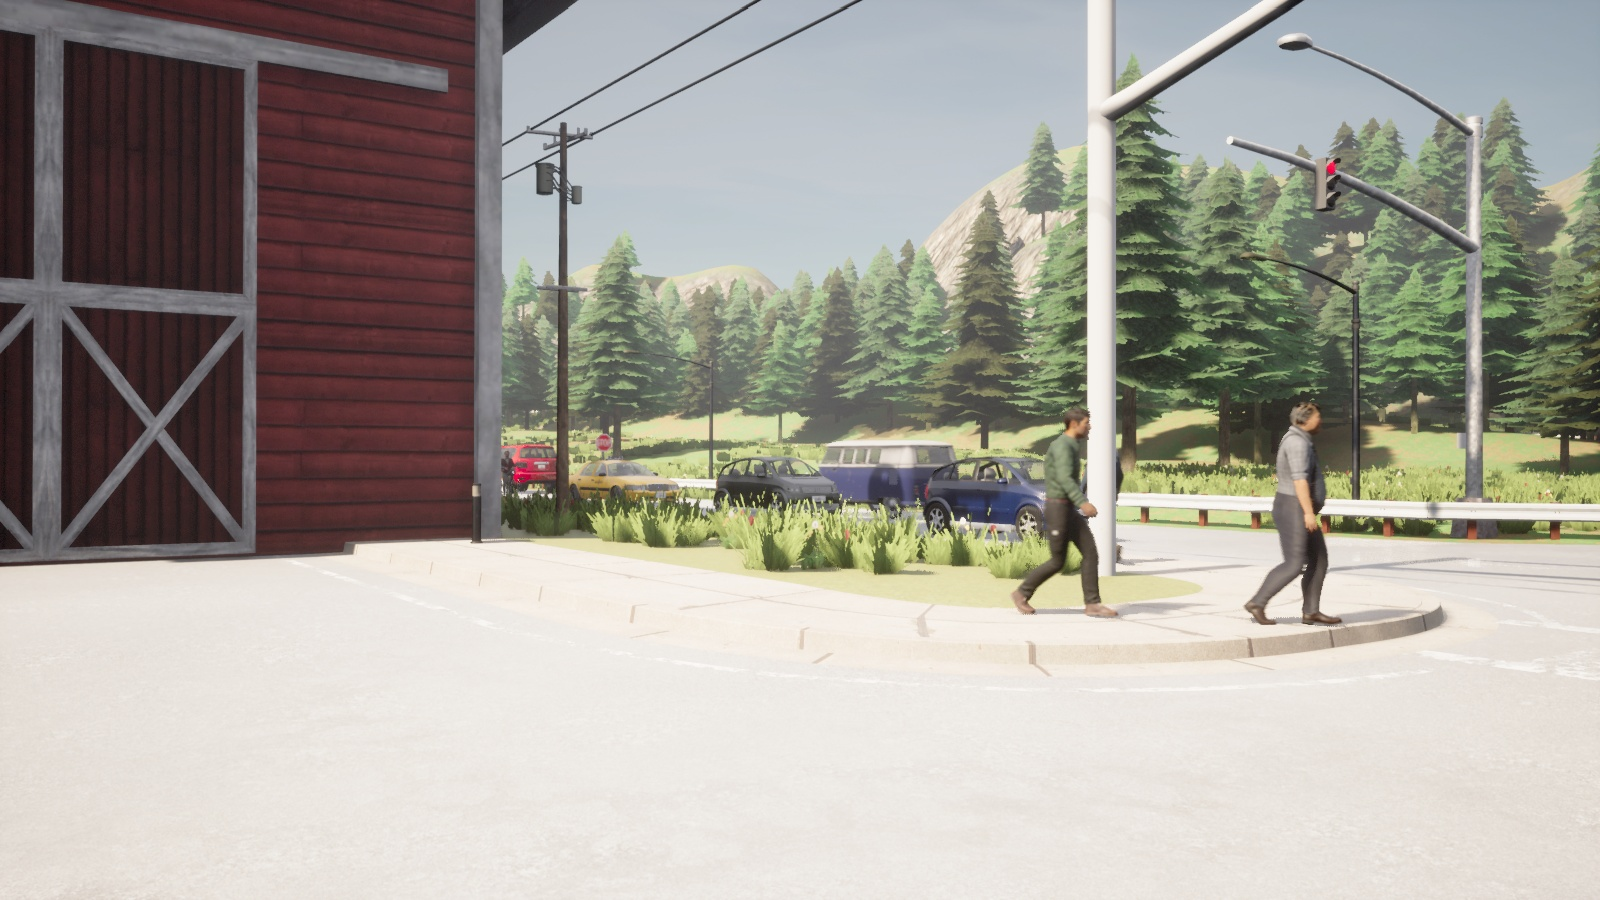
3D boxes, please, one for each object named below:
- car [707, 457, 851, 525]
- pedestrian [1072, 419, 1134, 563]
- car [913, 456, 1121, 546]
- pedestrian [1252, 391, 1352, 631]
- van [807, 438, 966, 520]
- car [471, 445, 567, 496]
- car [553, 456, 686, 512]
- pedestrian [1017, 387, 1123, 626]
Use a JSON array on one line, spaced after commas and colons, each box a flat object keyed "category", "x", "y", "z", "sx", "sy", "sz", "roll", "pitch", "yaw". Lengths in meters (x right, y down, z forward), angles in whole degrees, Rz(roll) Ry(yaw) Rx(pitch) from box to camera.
[{"category": "car", "x": -0.571, "y": 0.945, "z": 30.515, "sx": 1.789, "sy": 1.549, "sz": 3.705, "roll": 0, "pitch": 0, "yaw": -34}, {"category": "pedestrian", "x": 3.946, "y": 0.523, "z": 16.392, "sx": 0.370, "sy": 1.835, "sz": 0.726, "roll": 0, "pitch": 0, "yaw": -32}, {"category": "car", "x": 4.009, "y": 0.891, "z": 23.679, "sx": 1.789, "sy": 1.549, "sz": 3.705, "roll": 0, "pitch": 0, "yaw": -34}, {"category": "pedestrian", "x": 4.032, "y": 0.470, "z": 10.076, "sx": 0.694, "sy": 1.848, "sz": 0.540, "roll": 0, "pitch": 0, "yaw": 26}, {"category": "van", "x": 2.166, "y": 0.725, "z": 32.717, "sx": 1.775, "sy": 1.987, "sz": 4.442, "roll": 0, "pitch": 0, "yaw": -34}, {"category": "car", "x": -12.153, "y": 0.860, "z": 54.105, "sx": 2.150, "sy": 2.045, "sz": 5.566, "roll": 0, "pitch": -1, "yaw": -34}, {"category": "car", "x": -5.539, "y": 0.964, "z": 37.930, "sx": 1.801, "sy": 1.575, "sz": 5.366, "roll": 0, "pitch": 0, "yaw": -34}, {"category": "pedestrian", "x": 2.283, "y": 0.462, "z": 10.615, "sx": 0.788, "sy": 1.949, "sz": 0.423, "roll": 0, "pitch": 0, "yaw": 25}]
